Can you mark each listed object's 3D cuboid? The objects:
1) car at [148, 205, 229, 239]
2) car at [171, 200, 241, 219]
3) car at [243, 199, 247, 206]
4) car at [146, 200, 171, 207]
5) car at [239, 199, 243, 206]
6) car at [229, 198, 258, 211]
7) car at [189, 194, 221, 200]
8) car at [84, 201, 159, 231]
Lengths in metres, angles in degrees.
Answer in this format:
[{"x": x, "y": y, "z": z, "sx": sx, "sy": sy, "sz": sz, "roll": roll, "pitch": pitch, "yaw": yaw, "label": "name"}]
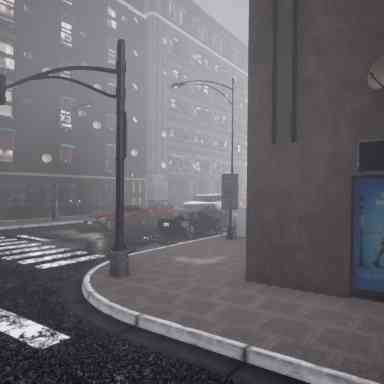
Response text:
[{"x": -0.041, "y": 1.599, "z": 17.708, "sx": 1.947, "sy": 1.339, "sz": 4.313, "roll": 1, "pitch": 1, "yaw": 35, "label": "car"}, {"x": 1.123, "y": 1.541, "z": 23.611, "sx": 2.033, "sy": 1.411, "sz": 5.357, "roll": 1, "pitch": 1, "yaw": 35, "label": "car"}, {"x": 7.062, "y": 1.289, "z": 37.234, "sx": 2.097, "sy": 1.767, "sz": 4.553, "roll": 1, "pitch": 1, "yaw": 35, "label": "car"}, {"x": -3.280, "y": 1.362, "z": 26.807, "sx": 1.967, "sy": 1.590, "sz": 4.097, "roll": 1, "pitch": 1, "yaw": 35, "label": "car"}, {"x": 3.141, "y": 1.223, "z": 35.954, "sx": 2.192, "sy": 1.841, "sz": 5.009, "roll": 1, "pitch": 1, "yaw": 35, "label": "car"}, {"x": 6.348, "y": 1.483, "z": 40.530, "sx": 1.802, "sy": 1.307, "sz": 4.206, "roll": 1, "pitch": 1, "yaw": 35, "label": "car"}, {"x": 1.187, "y": 1.171, "z": 28.880, "sx": 2.150, "sy": 2.045, "sz": 5.566, "roll": 1, "pitch": 1, "yaw": 35, "label": "car"}, {"x": -4.489, "y": 1.487, "z": 20.797, "sx": 1.812, "sy": 1.442, "sz": 4.674, "roll": 1, "pitch": 1, "yaw": 35, "label": "car"}]
